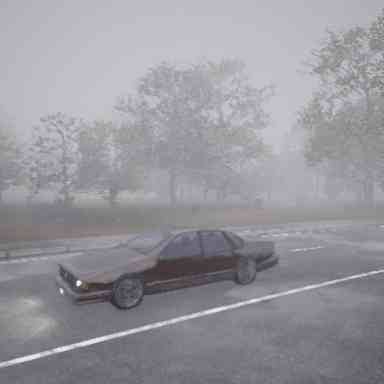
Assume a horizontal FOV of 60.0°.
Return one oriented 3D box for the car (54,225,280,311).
[{"bbox_3d":[-0.298,1.525,7.900,5.357,1.411,2.033,0,0,-34],"label":"car"}]
